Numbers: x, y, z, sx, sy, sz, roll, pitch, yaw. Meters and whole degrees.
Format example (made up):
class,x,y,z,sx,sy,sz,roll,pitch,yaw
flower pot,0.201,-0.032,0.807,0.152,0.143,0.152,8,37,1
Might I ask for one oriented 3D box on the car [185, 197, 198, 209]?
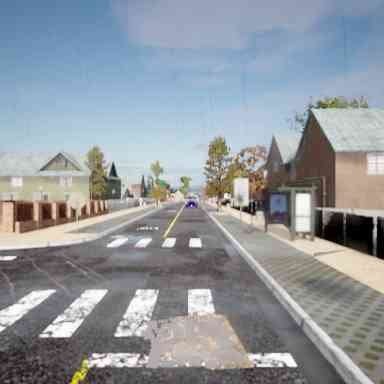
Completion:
class,x,y,z,sx,sy,sz,roll,pitch,yaw
car,-0.075,1.916,53.726,1.812,1.442,4.674,0,-1,0
